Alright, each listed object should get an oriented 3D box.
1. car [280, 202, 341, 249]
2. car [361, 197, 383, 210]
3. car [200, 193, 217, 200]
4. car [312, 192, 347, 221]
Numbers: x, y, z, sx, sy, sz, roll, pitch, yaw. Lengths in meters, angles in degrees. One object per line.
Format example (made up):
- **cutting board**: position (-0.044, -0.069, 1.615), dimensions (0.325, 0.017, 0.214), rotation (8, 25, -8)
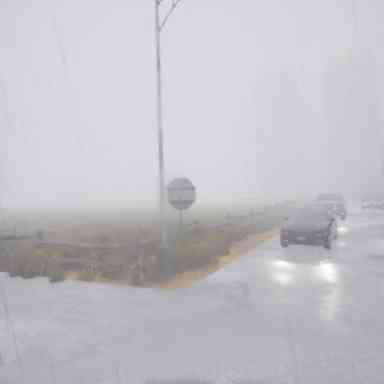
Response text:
- **car**: position (5.205, 1.437, 14.576), dimensions (1.882, 1.535, 5.008), rotation (-2, 0, 27)
- **car**: position (18.635, 1.193, 34.555), dimensions (1.895, 1.301, 4.718), rotation (-2, 0, 26)
- **car**: position (4.368, 1.319, 89.973), dimensions (4.611, 1.667, 2.242), rotation (-2, 0, 25)
- **car**: position (10.768, 1.057, 25.933), dimensions (2.150, 2.045, 5.566), rotation (-2, 0, 25)
